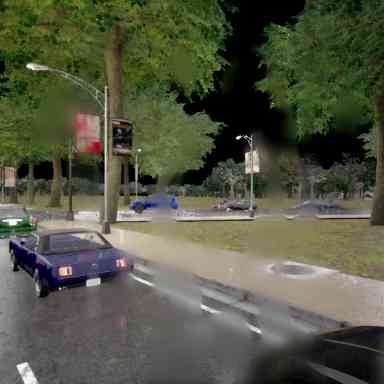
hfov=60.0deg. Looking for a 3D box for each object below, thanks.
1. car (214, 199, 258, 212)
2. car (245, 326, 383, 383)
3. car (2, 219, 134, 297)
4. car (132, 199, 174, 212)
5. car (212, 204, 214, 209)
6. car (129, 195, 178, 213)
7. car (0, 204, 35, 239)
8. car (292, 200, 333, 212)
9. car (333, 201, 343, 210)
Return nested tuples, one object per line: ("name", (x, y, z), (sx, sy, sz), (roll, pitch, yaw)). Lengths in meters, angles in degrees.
("car", (5.624, 1.680, 40.774), (4.902, 1.511, 2.128), (0, 0, -14))
("car", (2.357, 1.478, 1.241), (1.882, 1.535, 5.008), (0, 0, -38))
("car", (-3.420, 1.601, 8.710), (1.895, 1.301, 4.718), (0, 0, -38))
("car", (-4.879, 1.622, 41.432), (4.902, 1.511, 2.128), (0, 0, -14))
("car", (4.906, 1.713, 43.943), (4.674, 1.442, 1.812), (0, 0, -14))
("car", (-4.364, 1.352, 38.212), (5.566, 2.045, 2.150), (0, 0, -14))
("car", (-8.915, 1.352, 15.824), (2.097, 1.767, 4.553), (0, 0, -38))
("car", (15.368, 1.775, 43.269), (4.674, 1.442, 1.812), (0, 0, -14))
("car", (19.426, 1.844, 47.648), (4.181, 1.385, 1.994), (0, 0, -14))
